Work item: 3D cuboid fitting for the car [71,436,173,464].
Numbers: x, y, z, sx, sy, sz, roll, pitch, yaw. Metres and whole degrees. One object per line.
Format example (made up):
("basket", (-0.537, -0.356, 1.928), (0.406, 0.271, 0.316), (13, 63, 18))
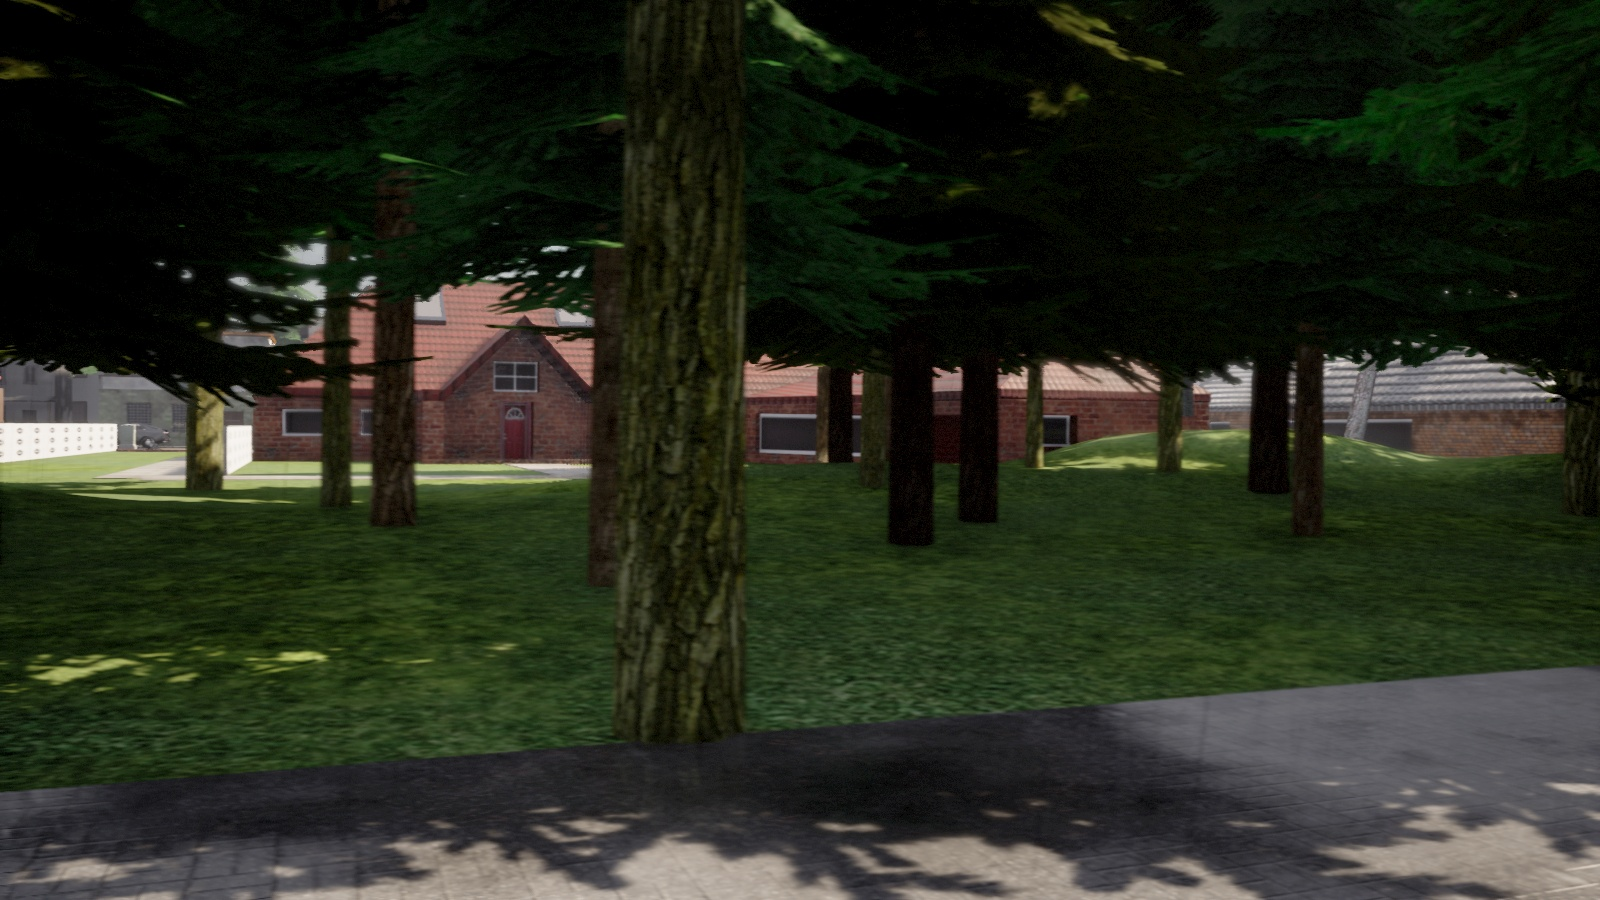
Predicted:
("car", (-39.080, -0.004, 72.551), (4.902, 1.511, 2.128), (-1, 1, -21))
